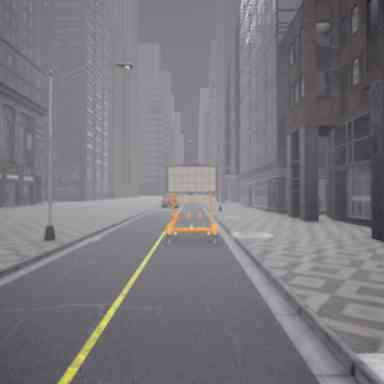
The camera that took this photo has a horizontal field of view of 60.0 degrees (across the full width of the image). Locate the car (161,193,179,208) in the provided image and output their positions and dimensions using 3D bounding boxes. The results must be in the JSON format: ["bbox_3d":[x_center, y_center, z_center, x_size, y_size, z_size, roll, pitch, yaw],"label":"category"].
[{"bbox_3d":[-3.102,1.222,47.788,2.150,2.045,5.566,0,0,0],"label":"car"}]

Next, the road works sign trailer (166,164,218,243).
[{"bbox_3d":[0.005,0.445,15.986,2.380,3.560,2.880,0,0,0],"label":"road works sign trailer"}]
